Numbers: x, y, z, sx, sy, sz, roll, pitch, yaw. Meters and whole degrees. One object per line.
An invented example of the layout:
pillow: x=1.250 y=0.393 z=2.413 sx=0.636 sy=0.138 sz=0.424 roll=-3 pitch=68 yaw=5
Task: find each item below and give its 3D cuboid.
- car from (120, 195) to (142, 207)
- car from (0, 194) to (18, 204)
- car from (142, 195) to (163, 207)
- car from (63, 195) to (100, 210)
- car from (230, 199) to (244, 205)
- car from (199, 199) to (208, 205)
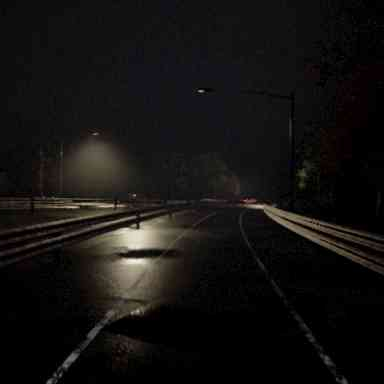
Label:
car: x=-9.446 y=1.589 z=53.109 sx=1.837 sy=1.490 sz=4.892 roll=0 pitch=-1 yaw=27
car: x=-21.815 y=0.953 z=36.955 sx=2.097 sy=1.767 sz=4.553 roll=0 pitch=-1 yaw=28
car: x=-5.412 y=1.628 z=53.274 sx=1.882 sy=1.535 sz=5.008 roll=0 pitch=-1 yaw=27
car: x=-12.839 y=1.112 z=39.010 sx=2.097 sy=1.767 sz=4.553 roll=0 pitch=-1 yaw=28
car: x=12.248 y=2.634 z=87.676 sx=1.812 sy=1.442 sz=4.674 roll=0 pitch=-1 yaw=27
car: x=1.945 y=2.270 z=75.214 sx=1.994 sy=1.385 sz=4.181 roll=0 pitch=-1 yaw=27
